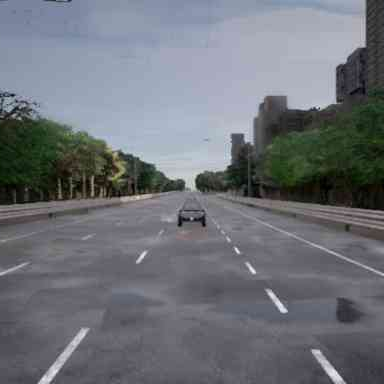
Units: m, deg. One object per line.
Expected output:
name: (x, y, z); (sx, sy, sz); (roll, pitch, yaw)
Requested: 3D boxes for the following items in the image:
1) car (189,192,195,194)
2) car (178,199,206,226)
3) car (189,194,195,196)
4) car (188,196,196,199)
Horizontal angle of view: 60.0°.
car: (-0.023, 1.453, 83.067); (1.837, 1.490, 4.892); (0, 0, 0)
car: (-0.007, 1.527, 23.912); (2.128, 1.511, 4.902); (0, 0, 0)
car: (-0.017, 1.549, 57.050); (1.837, 1.490, 4.892); (0, 0, 0)
car: (-0.009, 1.533, 39.049); (2.128, 1.511, 4.902); (0, 0, 0)
